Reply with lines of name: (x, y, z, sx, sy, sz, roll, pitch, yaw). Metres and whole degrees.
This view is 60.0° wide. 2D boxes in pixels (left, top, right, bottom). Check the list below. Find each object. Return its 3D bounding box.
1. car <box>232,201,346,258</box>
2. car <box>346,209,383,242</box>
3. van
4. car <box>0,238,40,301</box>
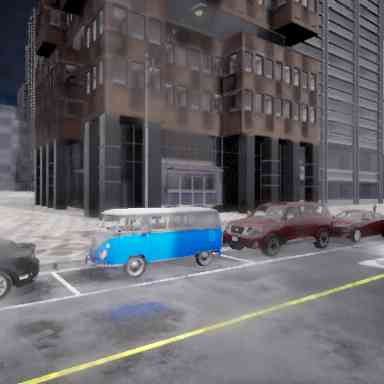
car: (3.537, 1.315, 13.042, 5.009, 1.841, 2.192, 0, 0, -35)
car: (8.034, 1.545, 16.252, 4.507, 1.381, 1.887, 0, 0, -35)
van: (-0.961, 1.340, 9.832, 3.998, 1.788, 1.690, 0, 0, -35)
car: (-5.459, 1.549, 6.623, 4.403, 1.369, 2.008, 0, 0, -35)
